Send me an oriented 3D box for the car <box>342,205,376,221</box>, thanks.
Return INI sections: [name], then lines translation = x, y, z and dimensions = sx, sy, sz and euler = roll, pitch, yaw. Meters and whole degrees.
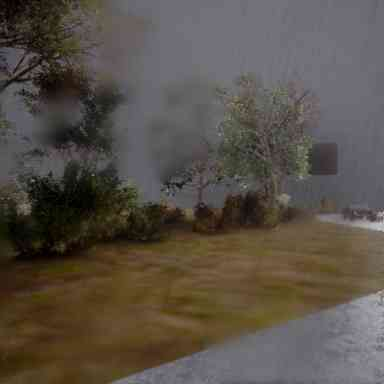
[car]
translation = 15.132, 1.884, 30.272
dimensions = 1.895, 1.301, 4.718
euler = 0, 0, 14
